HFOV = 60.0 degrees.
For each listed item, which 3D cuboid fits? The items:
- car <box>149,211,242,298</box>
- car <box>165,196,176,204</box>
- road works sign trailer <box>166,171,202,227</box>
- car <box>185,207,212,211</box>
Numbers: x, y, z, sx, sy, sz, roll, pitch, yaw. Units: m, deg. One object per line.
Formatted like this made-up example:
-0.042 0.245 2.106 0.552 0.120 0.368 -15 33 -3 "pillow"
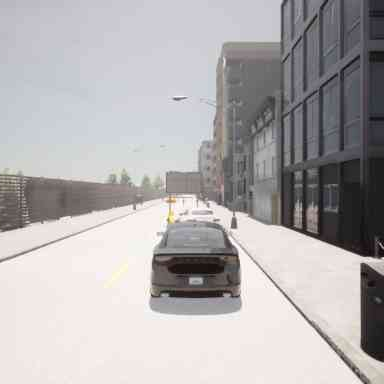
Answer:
0.072 1.478 8.560 1.882 1.535 5.008 0 0 0 "car"
-4.205 1.477 64.772 1.882 1.535 5.008 0 0 0 "car"
-0.564 0.464 21.413 2.380 3.560 2.880 0 0 -17 "road works sign trailer"
0.335 1.541 17.915 1.812 1.442 4.674 0 -1 -7 "car"
